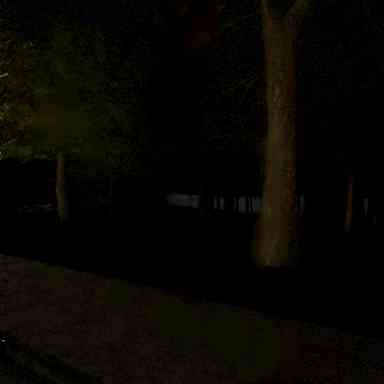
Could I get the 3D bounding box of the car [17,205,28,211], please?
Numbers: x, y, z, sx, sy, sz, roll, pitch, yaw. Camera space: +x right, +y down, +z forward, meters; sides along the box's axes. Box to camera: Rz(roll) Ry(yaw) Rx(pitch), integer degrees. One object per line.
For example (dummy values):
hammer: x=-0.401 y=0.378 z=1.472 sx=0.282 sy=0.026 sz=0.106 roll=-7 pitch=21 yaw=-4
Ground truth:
car: x=-40.096 y=3.797 z=79.248 sx=1.837 sy=1.490 sz=4.892 roll=0 pitch=-2 yaw=-10

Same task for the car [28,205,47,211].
car: x=-36.828 y=3.775 z=79.414 sx=1.837 sy=1.490 sz=4.892 roll=0 pitch=-2 yaw=-10
